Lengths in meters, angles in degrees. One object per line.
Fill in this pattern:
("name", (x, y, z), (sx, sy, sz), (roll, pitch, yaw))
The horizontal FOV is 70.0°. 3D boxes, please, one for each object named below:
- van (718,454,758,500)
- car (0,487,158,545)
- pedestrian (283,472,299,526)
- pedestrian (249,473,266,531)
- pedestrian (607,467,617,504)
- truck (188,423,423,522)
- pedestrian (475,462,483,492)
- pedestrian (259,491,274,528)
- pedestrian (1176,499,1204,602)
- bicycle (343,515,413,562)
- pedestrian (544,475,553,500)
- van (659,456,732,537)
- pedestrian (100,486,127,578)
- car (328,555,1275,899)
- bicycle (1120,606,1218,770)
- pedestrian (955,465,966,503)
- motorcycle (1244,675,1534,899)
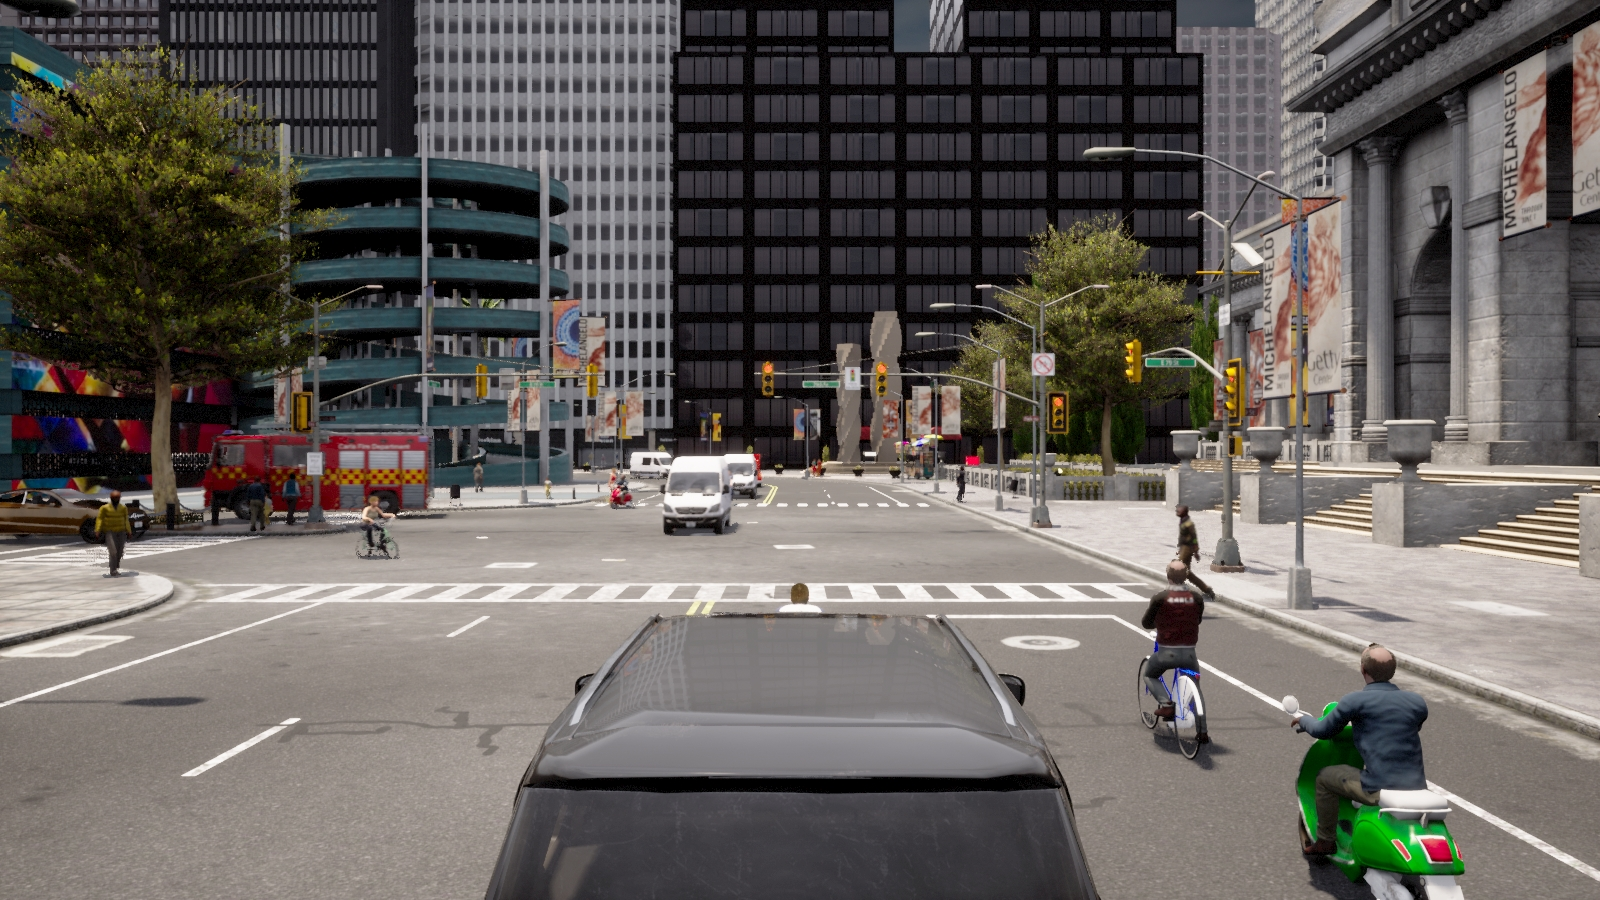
("van", (-3.544, 1.508, 66.234), (1.988, 2.561, 5.915), (0, 0, 0))
("car", (-22.661, 1.978, 34.793), (5.027, 1.651, 2.152), (0, 0, 0))
("pedestrian", (-17.746, 1.689, 39.807), (0.375, 1.860, 0.375), (0, 0, 7))
("pedestrian", (-17.597, 1.694, 37.057), (0.375, 1.860, 0.375), (0, 0, -1))
("pedestrian", (-9.697, 1.826, 58.884), (0.375, 1.860, 0.375), (0, 0, 12))
("truck", (-19.952, 0.872, 46.652), (8.468, 3.827, 2.891), (0, 0, -15))
("pedestrian", (-20.031, 1.668, 71.232), (0.375, 1.860, 0.375), (0, 0, 6))
("pedestrian", (-19.062, 2.113, 40.846), (0.375, 1.300, 0.375), (0, 0, -7))
("pedestrian", (7.176, 1.841, 21.031), (0.375, 1.860, 0.375), (0, 0, 1))
("bicycle", (-10.790, 2.244, 29.211), (1.487, 1.080, 0.859), (0, 2, 25))
("pedestrian", (-13.244, 1.952, 60.143), (0.375, 1.300, 0.375), (0, 0, 2))
("van", (-3.517, 1.519, 39.565), (1.988, 2.561, 5.915), (0, 0, 0))
("pedestrian", (-14.256, 1.689, 23.715), (0.375, 1.860, 0.375), (0, 0, 40))
("car", (0.021, 1.777, 5.375), (2.150, 2.045, 5.566), (0, 0, 0))
("bicycle", (3.482, 2.205, 10.903), (0.329, 1.171, 1.835), (0, 0, 0))
("pedestrian", (7.940, 1.674, 56.477), (0.375, 1.860, 0.375), (0, 0, 45))
("motorcycle", (3.509, 2.179, 7.029), (0.856, 1.236, 1.805), (0, 0, 0))
